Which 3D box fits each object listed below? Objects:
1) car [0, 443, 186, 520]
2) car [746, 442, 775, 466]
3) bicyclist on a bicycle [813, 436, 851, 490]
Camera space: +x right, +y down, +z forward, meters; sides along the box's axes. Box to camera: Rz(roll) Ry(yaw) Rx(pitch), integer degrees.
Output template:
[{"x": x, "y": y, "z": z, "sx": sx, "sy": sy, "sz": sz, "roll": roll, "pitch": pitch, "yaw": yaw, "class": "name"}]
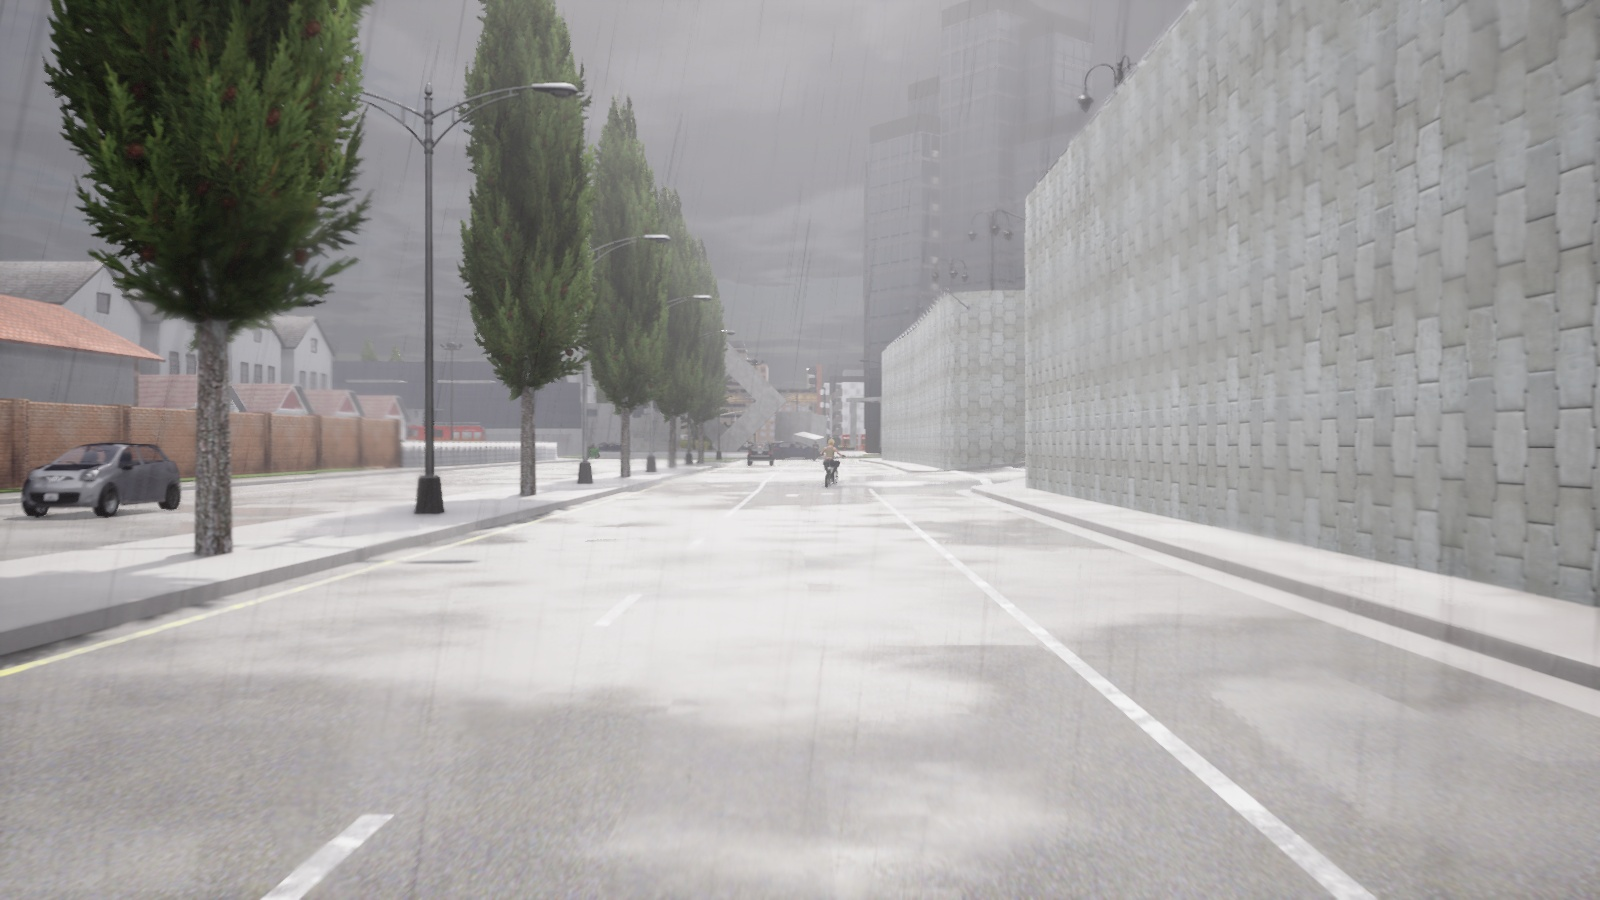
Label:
[{"x": -14.711, "y": 0.599, "z": 26.341, "sx": 1.845, "sy": 1.501, "sz": 3.633, "roll": 0, "pitch": 0, "yaw": 1, "class": "car"}, {"x": -2.619, "y": 0.253, "z": 83.311, "sx": 1.789, "sy": 1.549, "sz": 3.705, "roll": 0, "pitch": 0, "yaw": 1, "class": "car"}, {"x": 1.078, "y": 0.410, "z": 42.129, "sx": 0.866, "sy": 1.612, "sz": 1.509, "roll": 2, "pitch": 7, "yaw": 17, "class": "bicyclist on a bicycle"}]
